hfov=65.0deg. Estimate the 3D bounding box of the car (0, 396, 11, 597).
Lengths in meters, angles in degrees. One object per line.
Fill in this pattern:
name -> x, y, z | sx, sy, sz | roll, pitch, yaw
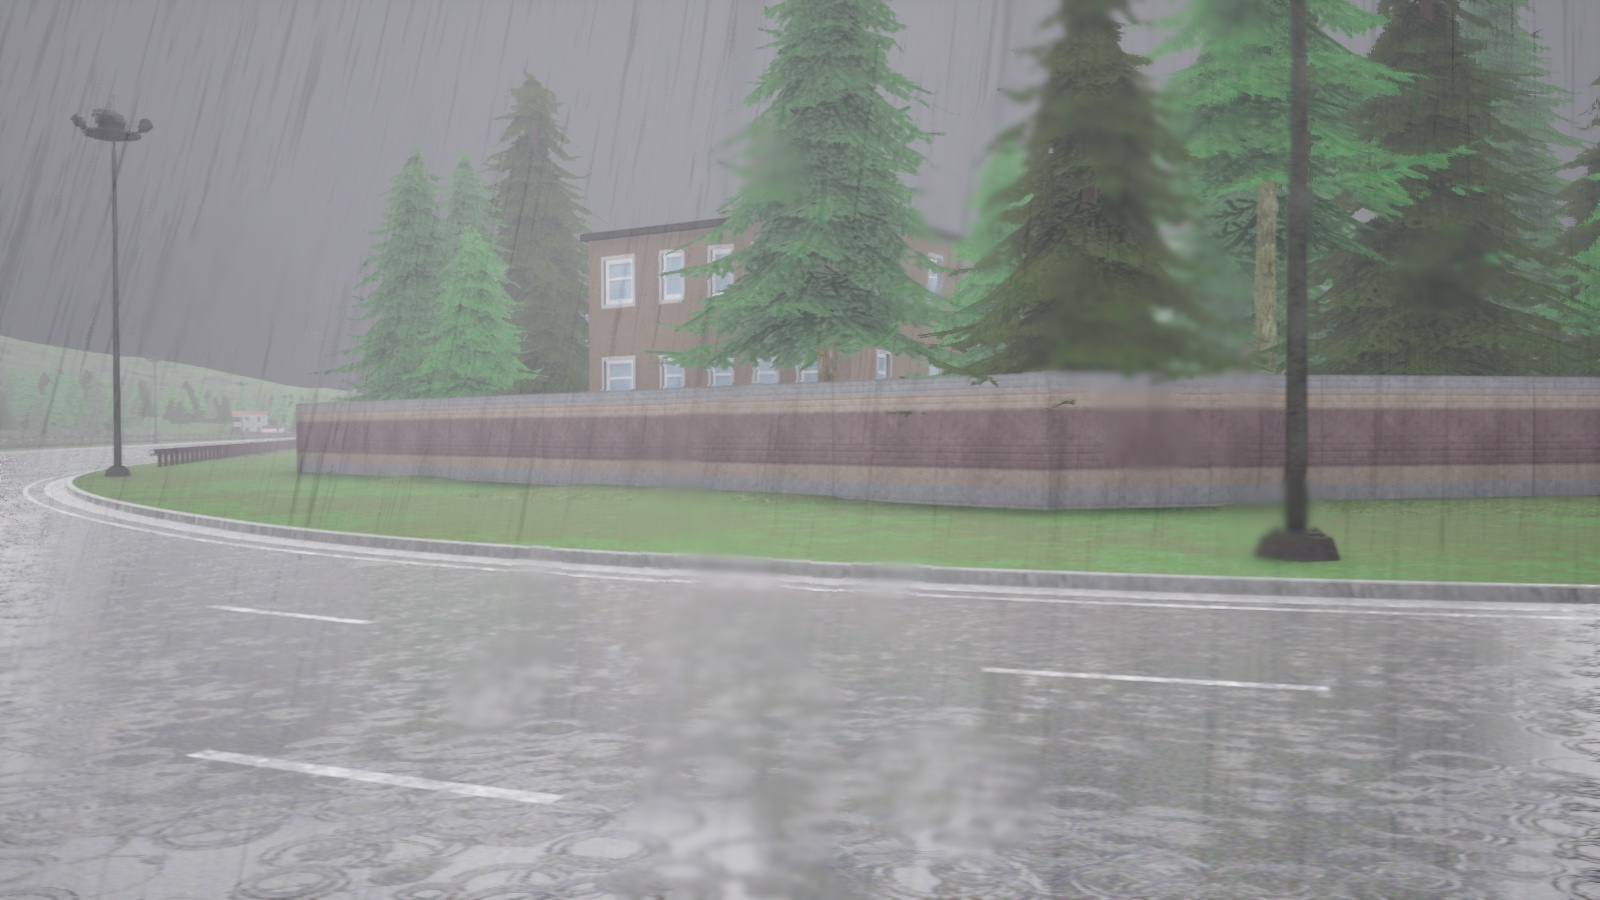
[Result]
car -> -9.709, 0.416, 12.355 | 4.605, 1.855, 1.932 | 1, 1, 40
